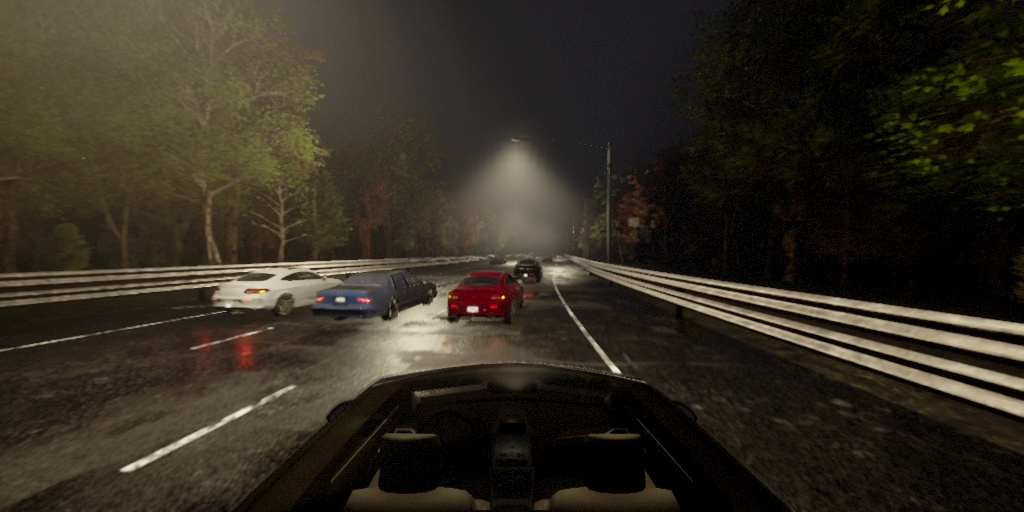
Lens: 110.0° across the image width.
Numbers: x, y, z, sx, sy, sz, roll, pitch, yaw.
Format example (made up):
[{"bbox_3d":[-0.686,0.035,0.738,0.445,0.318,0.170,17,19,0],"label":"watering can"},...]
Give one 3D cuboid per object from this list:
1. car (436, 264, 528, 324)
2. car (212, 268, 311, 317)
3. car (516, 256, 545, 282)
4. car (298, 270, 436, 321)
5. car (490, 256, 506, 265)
[{"bbox_3d":[-0.703,1.175,11.439,1.812,1.442,4.674,0,1,7],"label":"car"},{"bbox_3d":[-7.645,1.116,12.337,1.812,1.442,4.674,1,1,7],"label":"car"},{"bbox_3d":[1.231,1.014,26.377,1.837,1.490,4.892,0,1,7],"label":"car"},{"bbox_3d":[-4.173,1.171,11.886,2.033,1.411,5.357,0,1,7],"label":"car"},{"bbox_3d":[-2.091,0.722,55.267,2.033,1.411,5.357,0,1,7],"label":"car"}]
